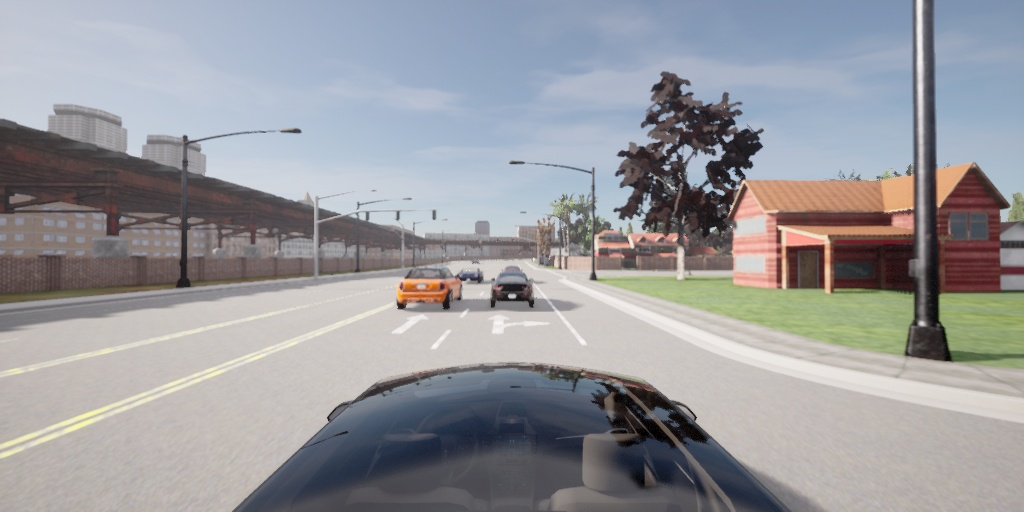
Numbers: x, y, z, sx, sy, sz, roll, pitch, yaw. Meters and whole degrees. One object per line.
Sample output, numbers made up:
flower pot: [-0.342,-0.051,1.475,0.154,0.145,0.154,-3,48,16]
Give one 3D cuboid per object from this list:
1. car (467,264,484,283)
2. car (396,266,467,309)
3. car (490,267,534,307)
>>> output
car: [-3.477,1.640,30.956,1.895,1.301,4.718,0,-1,0]
car: [-3.488,1.240,15.937,2.097,1.767,4.553,0,-1,0]
car: [0.015,1.419,16.240,1.812,1.442,4.674,0,0,0]
